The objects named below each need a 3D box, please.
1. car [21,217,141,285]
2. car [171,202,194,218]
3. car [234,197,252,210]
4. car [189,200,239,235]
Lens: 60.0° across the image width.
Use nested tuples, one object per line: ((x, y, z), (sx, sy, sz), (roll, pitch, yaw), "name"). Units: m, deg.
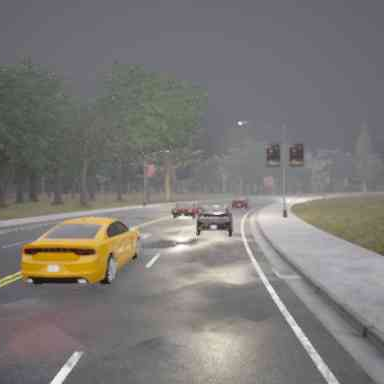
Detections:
((-2.786, 1.460, 9.501), (1.882, 1.535, 5.008), (0, 0, 3), "car")
((-0.304, 1.520, 28.456), (1.895, 1.301, 4.718), (0, 0, 11), "car")
((6.077, 1.310, 40.401), (1.882, 1.535, 5.008), (0, 0, 17), "car")
((1.323, 1.440, 18.265), (2.128, 1.511, 4.902), (0, 0, 7), "car")
